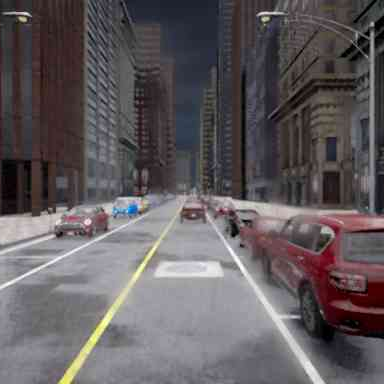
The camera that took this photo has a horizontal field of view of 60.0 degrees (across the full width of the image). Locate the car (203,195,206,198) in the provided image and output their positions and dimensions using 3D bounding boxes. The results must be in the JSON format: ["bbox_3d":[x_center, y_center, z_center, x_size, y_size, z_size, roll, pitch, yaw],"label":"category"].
[{"bbox_3d":[2.741,1.636,57.269,1.802,1.307,4.206,0,0,0],"label":"car"}]

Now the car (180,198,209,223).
[{"bbox_3d":[0.093,1.498,25.960,1.882,1.535,5.008,0,0,0],"label":"car"}]

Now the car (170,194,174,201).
[{"bbox_3d":[-5.790,1.626,74.170,2.008,1.369,4.403,0,0,0],"label":"car"}]

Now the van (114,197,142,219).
[{"bbox_3d":[-5.775,1.363,29.078,1.690,1.788,3.998,0,0,0],"label":"van"}]

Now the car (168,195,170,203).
[{"bbox_3d":[-5.786,1.626,62.897,1.947,1.339,4.313,0,0,0],"label":"car"}]

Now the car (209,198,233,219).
[{"bbox_3d":[2.750,1.463,29.087,1.967,1.590,4.097,0,0,0],"label":"car"}]

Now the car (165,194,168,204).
[{"bbox_3d":[-5.785,1.369,57.261,2.192,1.841,5.009,0,0,0],"label":"car"}]

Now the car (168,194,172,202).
[{"bbox_3d":[-5.787,1.633,68.534,1.947,1.339,4.313,0,0,0],"label":"car"}]

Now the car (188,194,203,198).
[{"bbox_3d":[0.085,1.390,44.393,2.097,1.767,4.553,0,0,0],"label":"car"}]

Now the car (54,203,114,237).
[{"bbox_3d":[-5.771,1.454,17.805,1.967,1.590,4.097,0,0,0],"label":"car"}]

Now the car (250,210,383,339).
[{"bbox_3d":[2.757,1.320,6.543,2.192,1.841,5.009,0,0,0],"label":"car"}]

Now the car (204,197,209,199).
[{"bbox_3d":[2.747,1.600,40.360,1.947,1.339,4.313,0,0,0],"label":"car"}]

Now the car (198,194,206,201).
[{"bbox_3d":[2.729,1.420,91.087,2.192,1.841,5.009,0,0,0],"label":"car"}]

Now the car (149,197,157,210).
[{"bbox_3d":[-5.778,1.584,40.350,2.008,1.369,4.403,0,0,0],"label":"car"}]

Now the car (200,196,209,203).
[{"bbox_3d":[2.736,1.658,74.179,1.802,1.307,4.206,0,0,0],"label":"car"}]

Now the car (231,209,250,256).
[{"bbox_3d":[2.756,1.554,12.179,1.887,1.381,4.507,0,0,0],"label":"car"}]

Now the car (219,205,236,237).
[{"bbox_3d":[2.754,1.580,17.816,1.947,1.339,4.313,0,0,0],"label":"car"}]

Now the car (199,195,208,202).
[{"bbox_3d":[2.733,1.525,79.815,1.967,1.590,4.097,0,0,0],"label":"car"}]

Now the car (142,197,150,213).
[{"bbox_3d":[-5.777,1.553,34.544,1.752,1.417,4.829,0,0,0],"label":"car"}]

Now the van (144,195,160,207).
[{"bbox_3d":[-5.781,1.381,45.987,1.690,1.788,3.998,0,0,0],"label":"van"}]

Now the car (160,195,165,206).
[{"bbox_3d":[-5.783,1.487,51.624,1.967,1.590,4.097,0,0,0],"label":"car"}]
